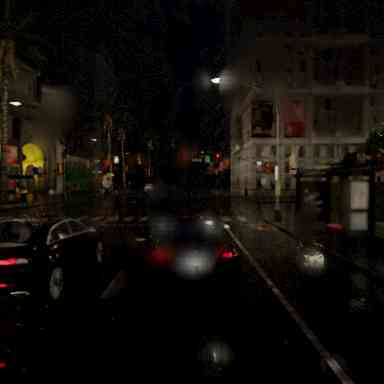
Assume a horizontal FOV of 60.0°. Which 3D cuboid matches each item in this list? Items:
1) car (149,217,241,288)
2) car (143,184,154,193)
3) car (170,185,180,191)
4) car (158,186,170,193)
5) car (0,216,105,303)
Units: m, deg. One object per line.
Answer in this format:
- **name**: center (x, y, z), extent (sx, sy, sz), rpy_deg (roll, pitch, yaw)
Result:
- **car**: center (0.067, 1.335, 8.617), extent (1.994, 1.385, 4.181), rpy_deg (0, 1, 0)
- **car**: center (-10.468, -0.896, 81.182), extent (2.150, 2.045, 5.566), rpy_deg (0, 1, 0)
- **car**: center (-5.118, -1.137, 95.350), extent (2.097, 1.767, 4.553), rpy_deg (0, 2, 16)
- **car**: center (-6.972, -0.538, 80.017), extent (1.994, 1.385, 4.181), rpy_deg (0, 1, 0)
- **car**: center (-3.439, 1.287, 7.688), extent (2.128, 1.511, 4.902), rpy_deg (0, 1, 0)
